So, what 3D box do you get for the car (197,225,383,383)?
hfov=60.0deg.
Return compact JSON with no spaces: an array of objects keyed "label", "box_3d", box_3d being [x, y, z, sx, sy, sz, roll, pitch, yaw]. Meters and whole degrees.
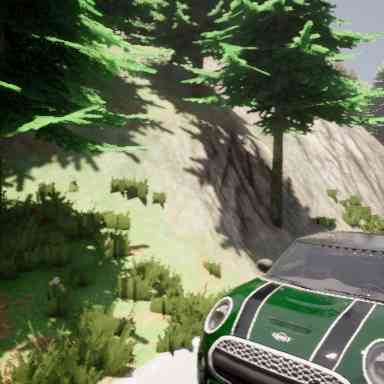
[{"label":"car","box_3d":[2.081,1.405,4.552,2.097,1.767,4.553,2,-1,39]}]
